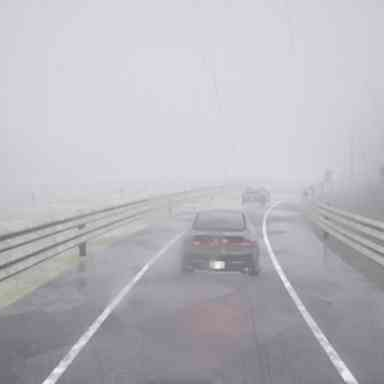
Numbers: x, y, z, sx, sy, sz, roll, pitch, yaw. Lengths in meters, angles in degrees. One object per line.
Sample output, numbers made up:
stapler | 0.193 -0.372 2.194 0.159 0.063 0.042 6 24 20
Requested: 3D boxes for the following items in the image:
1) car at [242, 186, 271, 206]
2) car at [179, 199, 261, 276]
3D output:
car | 5.389 0.269 27.646 2.128 1.511 4.902 1 4 20
car | 0.841 1.172 9.296 1.837 1.490 4.892 0 2 7
